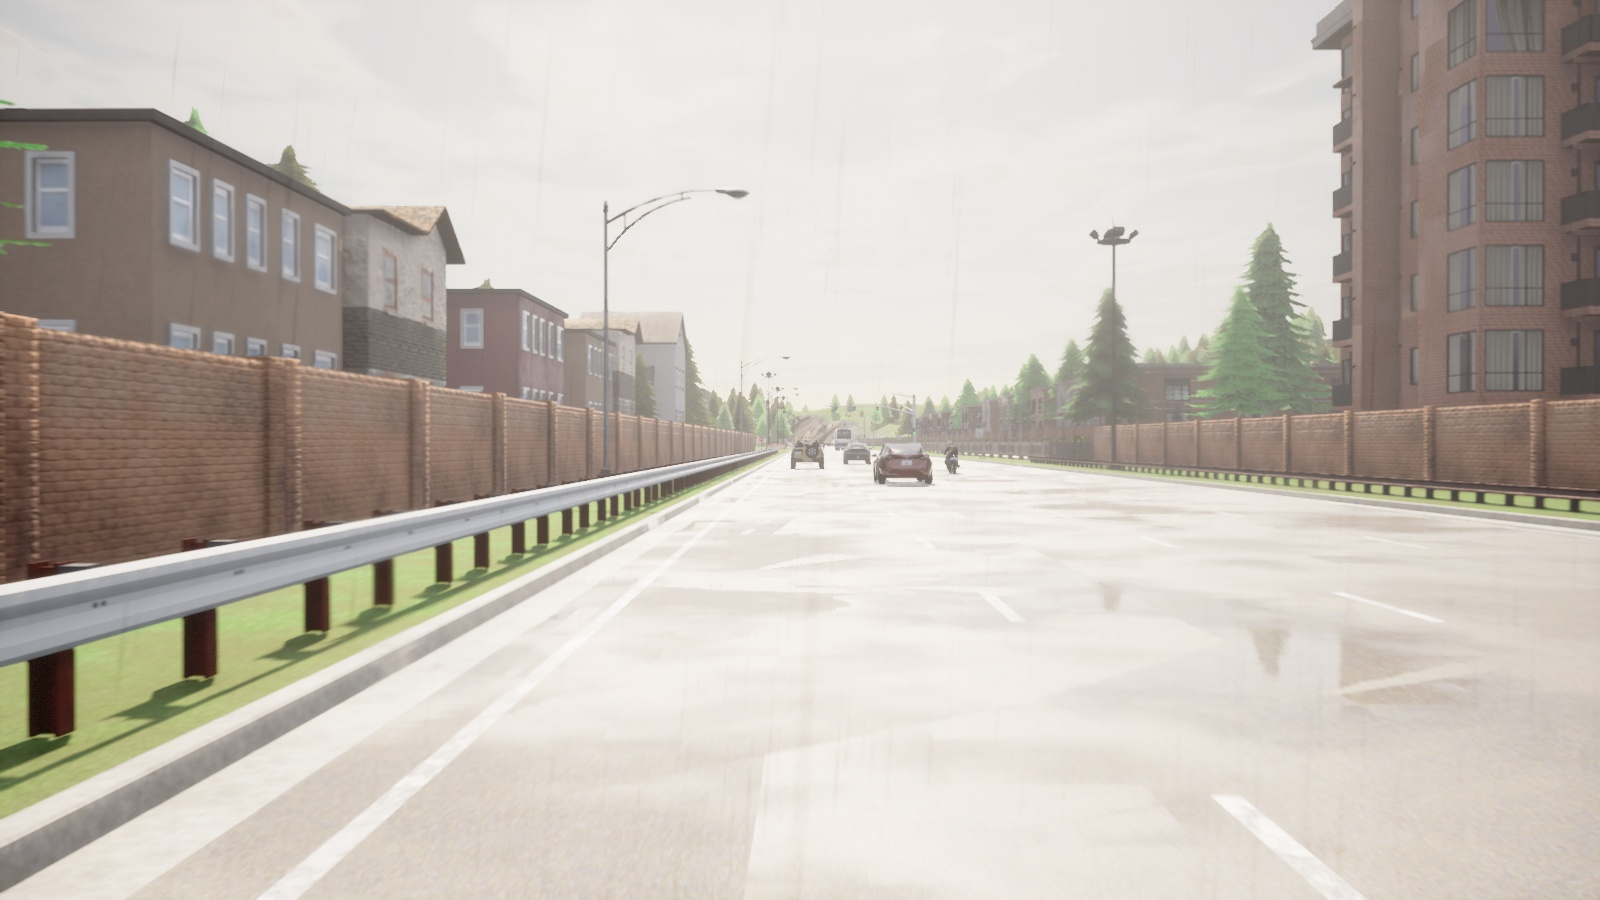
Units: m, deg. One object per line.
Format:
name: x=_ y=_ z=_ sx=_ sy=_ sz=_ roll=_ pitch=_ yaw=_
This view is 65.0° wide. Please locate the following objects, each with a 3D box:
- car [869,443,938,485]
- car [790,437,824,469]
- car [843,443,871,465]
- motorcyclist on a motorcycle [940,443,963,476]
car: x=3.780 y=0.488 z=46.635 sx=2.163 sy=1.488 sz=4.792 roll=0 pitch=0 yaw=0
car: x=0.433 y=0.152 z=73.410 sx=1.932 sy=1.855 sz=4.605 roll=0 pitch=0 yaw=0
car: x=4.023 y=0.253 z=89.309 sx=1.837 sy=1.490 sz=4.892 roll=0 pitch=0 yaw=0
motorcyclist on a motorcycle: x=7.362 y=0.445 z=60.933 sx=0.866 sy=1.530 sz=2.191 roll=0 pitch=0 yaw=0
